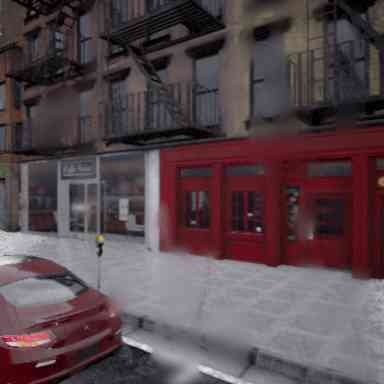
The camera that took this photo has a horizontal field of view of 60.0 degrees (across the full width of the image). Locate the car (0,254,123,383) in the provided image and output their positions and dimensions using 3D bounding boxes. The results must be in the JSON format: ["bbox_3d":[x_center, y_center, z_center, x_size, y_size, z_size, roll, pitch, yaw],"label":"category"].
[{"bbox_3d":[-2.806,1.590,4.819,4.206,1.307,1.802,0,0,36],"label":"car"}]
